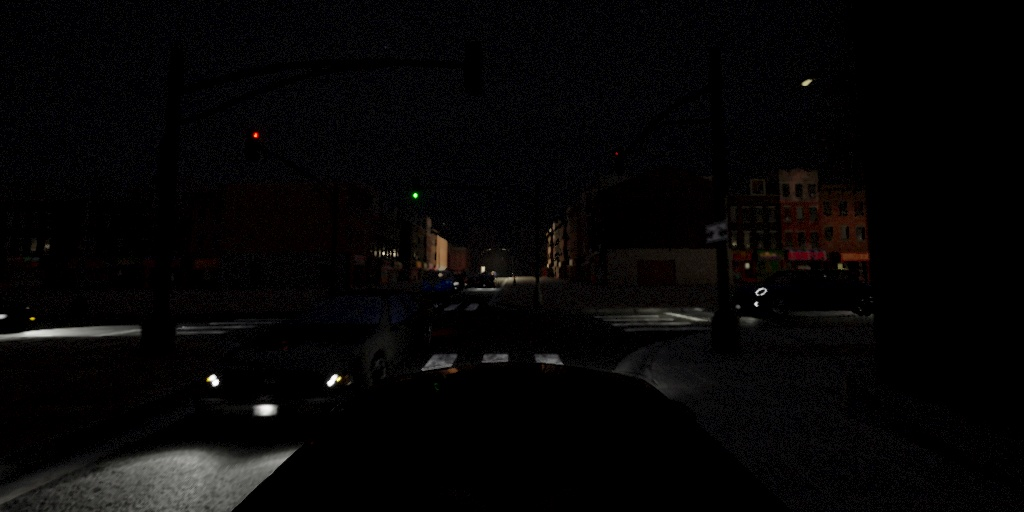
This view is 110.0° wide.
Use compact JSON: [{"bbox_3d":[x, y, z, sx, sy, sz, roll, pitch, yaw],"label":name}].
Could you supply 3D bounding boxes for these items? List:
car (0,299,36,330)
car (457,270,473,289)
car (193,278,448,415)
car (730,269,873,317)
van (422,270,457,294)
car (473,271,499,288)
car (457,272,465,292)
[{"bbox_3d":[-17.147,1.632,10.660,4.181,1.385,1.994,0,-4,0],"label":"car"},{"bbox_3d":[-5.371,2.260,34.414,2.192,1.841,5.009,0,0,0],"label":"car"},{"bbox_3d":[-2.746,1.334,6.655,2.033,1.411,5.357,0,0,0],"label":"car"},{"bbox_3d":[10.809,1.310,13.666,4.553,1.767,2.097,-1,-4,0],"label":"car"},{"bbox_3d":[-5.368,1.945,26.116,1.690,1.789,3.998,0,0,0],"label":"van"},{"bbox_3d":[-2.735,2.637,37.978,2.033,1.411,5.357,0,-2,0],"label":"car"},{"bbox_3d":[-5.369,2.291,29.434,2.007,1.370,4.403,0,0,0],"label":"car"}]
